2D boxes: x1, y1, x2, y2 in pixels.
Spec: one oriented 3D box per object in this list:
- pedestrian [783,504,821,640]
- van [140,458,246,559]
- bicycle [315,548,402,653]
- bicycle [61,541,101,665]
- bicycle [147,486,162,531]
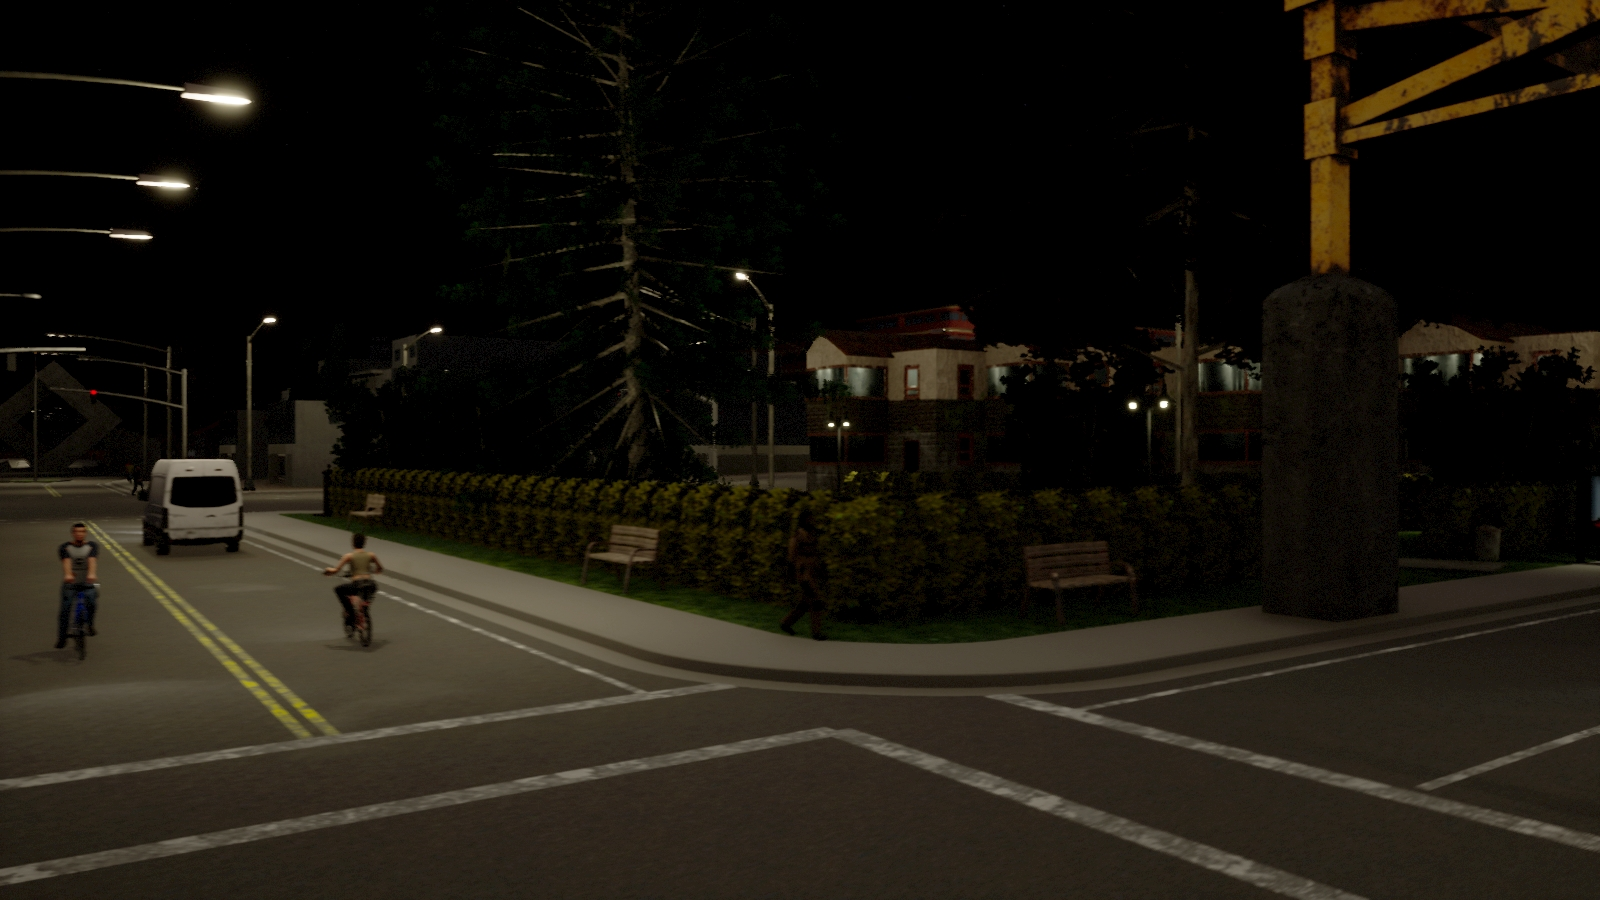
[{"bbox_3d":[0.024,1.703,16.091,0.375,1.860,0.375,0,0,41],"label":"pedestrian"},{"bbox_3d":[-17.311,1.537,32.442,1.988,2.561,5.915,0,0,-35],"label":"van"},{"bbox_3d":[-6.421,2.147,16.574,0.859,1.301,1.487,0,0,-34],"label":"bicycle"},{"bbox_3d":[-9.805,2.043,15.560,0.373,1.521,1.643,0,-2,-35],"label":"bicycle"},{"bbox_3d":[-22.940,2.050,40.606,0.329,1.496,1.835,0,0,-34],"label":"bicycle"}]
